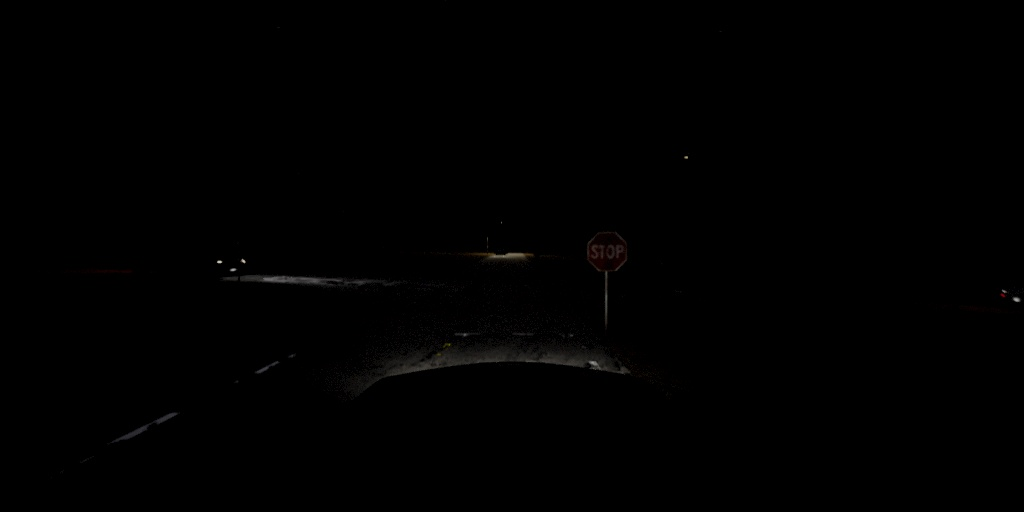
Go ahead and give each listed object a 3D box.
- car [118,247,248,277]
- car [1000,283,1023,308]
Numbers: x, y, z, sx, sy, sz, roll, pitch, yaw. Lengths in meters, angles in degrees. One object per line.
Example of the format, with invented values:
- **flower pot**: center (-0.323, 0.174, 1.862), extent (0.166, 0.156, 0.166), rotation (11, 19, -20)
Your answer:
- **car**: center (-15.463, 0.247, 17.056), extent (4.718, 1.301, 1.895), rotation (3, 1, 0)
- **car**: center (26.205, 1.916, 16.983), extent (4.674, 1.442, 1.812), rotation (2, 1, 0)
